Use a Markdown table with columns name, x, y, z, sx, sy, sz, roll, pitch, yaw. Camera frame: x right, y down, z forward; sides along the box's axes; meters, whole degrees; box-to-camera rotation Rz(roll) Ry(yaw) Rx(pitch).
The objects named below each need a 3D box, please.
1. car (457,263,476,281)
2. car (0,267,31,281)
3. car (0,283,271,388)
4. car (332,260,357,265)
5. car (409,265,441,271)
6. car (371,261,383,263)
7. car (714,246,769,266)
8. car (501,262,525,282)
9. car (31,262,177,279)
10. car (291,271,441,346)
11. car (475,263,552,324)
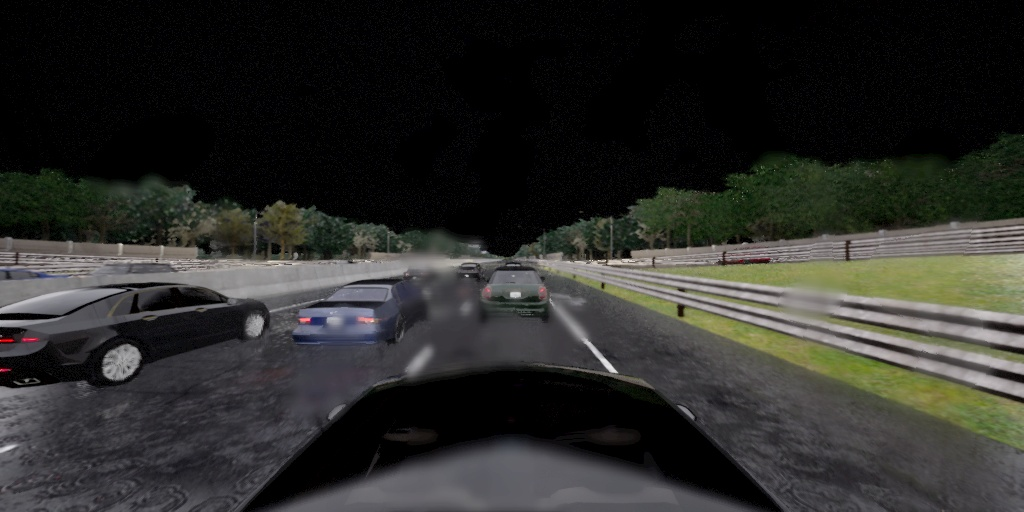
| name | x | y | z | sx | sy | sz | roll | pitch | yaw |
| --- | --- | --- | --- | --- | --- | --- | --- | --- | --- |
| car | -3.398 | 1.290 | 30.007 | 1.837 | 1.490 | 4.892 | 0 | 0 | 0 |
| car | -21.098 | 1.238 | 14.219 | 1.882 | 1.535 | 5.008 | 0 | 0 | 0 |
| car | -6.899 | 1.258 | 6.904 | 1.837 | 1.490 | 4.892 | 0 | 0 | 0 |
| car | -24.557 | 1.324 | 52.622 | 1.882 | 1.535 | 5.008 | 0 | 0 | 0 |
| car | -6.899 | 1.382 | 28.209 | 1.895 | 1.301 | 4.718 | 0 | 0 | 0 |
| car | -21.053 | 1.457 | 55.285 | 1.895 | 1.301 | 4.718 | 0 | 0 | 1 |
| car | 24.863 | 0.115 | 39.039 | 2.150 | 2.045 | 5.566 | 0 | -4 | -16 |
| car | 0.101 | 1.290 | 30.115 | 1.837 | 1.490 | 4.892 | 0 | 0 | 0 |
| car | -17.597 | 1.115 | 16.237 | 2.097 | 1.767 | 4.553 | 0 | 0 | 0 |
| car | -3.399 | 1.303 | 9.398 | 2.033 | 1.411 | 5.357 | 0 | 0 | 0 |
| car | 0.101 | 1.110 | 12.195 | 2.097 | 1.767 | 4.553 | 0 | 0 | 0 |
